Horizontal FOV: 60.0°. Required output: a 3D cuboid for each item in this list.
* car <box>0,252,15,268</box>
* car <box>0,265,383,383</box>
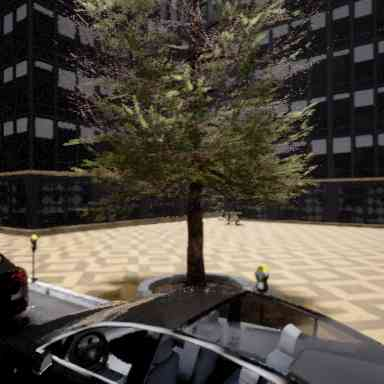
[{"bbox_3d":[-4.780,1.581,6.250,4.313,1.339,1.947,0,0,36],"label":"car"},{"bbox_3d":[-0.148,1.569,2.945,4.313,1.339,1.947,0,0,36],"label":"car"}]
